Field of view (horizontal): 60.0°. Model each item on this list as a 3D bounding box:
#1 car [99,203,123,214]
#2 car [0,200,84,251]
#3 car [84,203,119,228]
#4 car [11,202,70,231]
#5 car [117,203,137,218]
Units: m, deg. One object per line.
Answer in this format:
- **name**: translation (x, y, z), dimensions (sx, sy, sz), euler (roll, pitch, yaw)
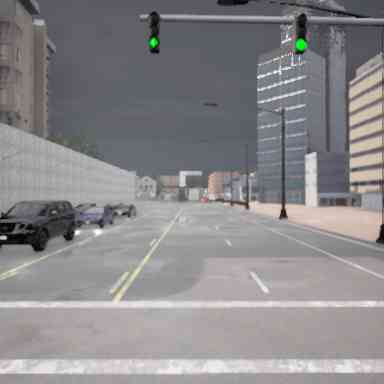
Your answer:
- **car**: translation (-10.570, 2.109, 43.602), dimensions (1.895, 1.301, 4.718), euler (0, -1, 0)
- **car**: translation (-7.101, 1.401, 15.294), dimensions (2.150, 2.045, 5.566), euler (0, -1, 0)
- **car**: translation (-7.106, 1.817, 24.930), dimensions (1.812, 1.442, 4.674), euler (0, -1, 0)
- **car**: translation (-10.607, 1.629, 23.728), dimensions (2.097, 1.767, 4.553), euler (0, -1, 0)
- **car**: translation (-7.102, 1.903, 35.272), dimensions (2.128, 1.511, 4.902), euler (0, -1, 0)
